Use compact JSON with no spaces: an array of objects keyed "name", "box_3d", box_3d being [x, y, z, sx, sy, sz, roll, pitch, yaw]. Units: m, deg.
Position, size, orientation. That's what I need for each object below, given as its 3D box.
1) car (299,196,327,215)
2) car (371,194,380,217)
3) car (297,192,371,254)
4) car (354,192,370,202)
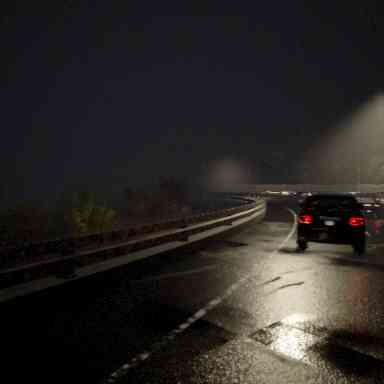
[{"name":"car","box_3d":[11.092,1.147,30.722,1.837,1.490,4.892,1,1,13]},{"name":"car","box_3d":[13.824,1.188,27.113,2.128,1.511,4.902,0,1,15]},{"name":"car","box_3d":[5.489,1.068,13.163,2.150,2.045,5.566,1,1,23]},{"name":"car","box_3d":[29.485,0.838,57.609,1.882,1.535,5.008,0,1,35]}]
